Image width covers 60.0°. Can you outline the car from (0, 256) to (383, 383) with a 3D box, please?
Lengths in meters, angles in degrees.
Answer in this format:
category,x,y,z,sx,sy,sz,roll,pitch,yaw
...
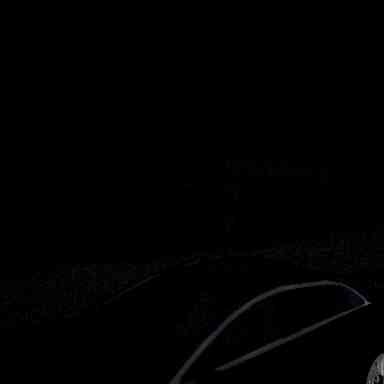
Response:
category,x,y,z,sx,sy,sz,roll,pitch,yaw
car,0.214,1.492,3.214,4.902,1.511,2.128,0,0,-35
